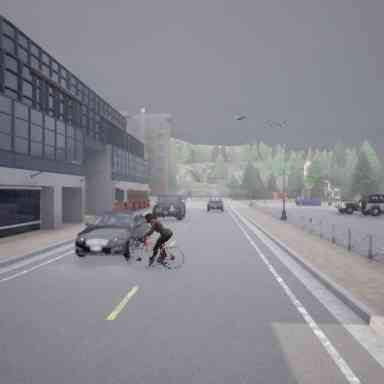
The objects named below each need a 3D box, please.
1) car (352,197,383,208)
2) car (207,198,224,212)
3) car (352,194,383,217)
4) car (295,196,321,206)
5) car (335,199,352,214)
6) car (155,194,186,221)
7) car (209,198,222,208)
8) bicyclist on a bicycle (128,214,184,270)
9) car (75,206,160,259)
[{"bbox_3d":[24.479,1.399,45.920,3.806,1.475,1.970,0,0,4],"label":"car"},{"bbox_3d":[2.768,1.491,39.472,2.128,1.511,4.902,0,0,4],"label":"car"},{"bbox_3d":[16.056,1.092,27.956,3.866,1.878,1.905,0,0,4],"label":"car"},{"bbox_3d":[17.285,1.389,49.412,3.633,1.501,1.845,0,0,4],"label":"car"},{"bbox_3d":[15.848,1.113,30.883,4.605,1.855,1.932,0,0,4],"label":"car"},{"bbox_3d":[-1.758,1.223,27.561,2.150,2.045,5.566,0,0,4],"label":"car"},{"bbox_3d":[3.488,1.601,49.765,1.895,1.301,4.718,0,0,4],"label":"car"},{"bbox_3d":[-1.053,1.453,9.573,1.656,1.620,0.582,-2,0,4],"label":"bicyclist on a bicycle"},{"bbox_3d":[-2.814,1.492,12.791,2.128,1.511,4.902,0,0,4],"label":"car"}]
